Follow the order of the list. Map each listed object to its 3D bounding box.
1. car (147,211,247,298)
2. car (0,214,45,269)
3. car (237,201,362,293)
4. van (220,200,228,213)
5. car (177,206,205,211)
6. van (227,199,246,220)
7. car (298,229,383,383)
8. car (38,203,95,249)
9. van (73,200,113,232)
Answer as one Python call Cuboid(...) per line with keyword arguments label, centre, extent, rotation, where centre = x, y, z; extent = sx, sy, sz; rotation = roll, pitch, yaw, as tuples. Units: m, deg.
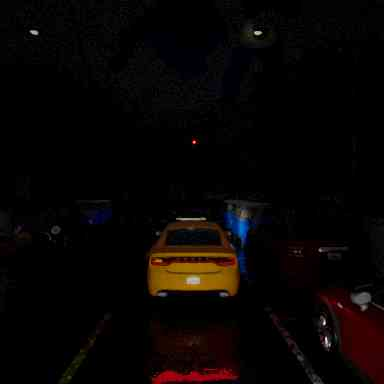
Cuboid(label="car", centre=(0.038, 1.478, 8.590), extent=(1.882, 1.535, 5.008), rotation=(0, 0, 0))
Cuboid(label="car", centre=(-5.808, 1.526, 8.547), extent=(1.752, 1.417, 4.829), rotation=(0, 0, 0))
Cuboid(label="car", centre=(2.716, 1.315, 8.763), extent=(2.192, 1.841, 5.009), rotation=(0, 0, 0))
Cuboid(label="van", centre=(2.657, 1.343, 19.638), extent=(1.690, 1.788, 3.998), rotation=(0, 0, 0))
Cuboid(label="car", centre=(-0.051, 1.493, 18.092), extent=(2.128, 1.511, 4.902), rotation=(0, 0, 0))
Cuboid(label="van", centre=(2.687, 1.342, 14.200), extent=(1.690, 1.788, 3.998), rotation=(0, 0, 0))
Cuboid(label="car", centre=(2.746, 1.440, 3.325), extent=(1.967, 1.590, 4.097), rotation=(0, 0, 0))
Cuboid(label="car", centre=(-5.838, 1.441, 14.154), extent=(1.967, 1.590, 4.097), rotation=(0, 0, 0))
Cuboid(label="van", centre=(-5.868, 1.343, 19.592), extent=(1.690, 1.788, 3.998), rotation=(0, 0, 0))
